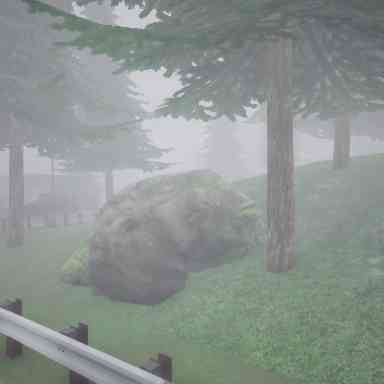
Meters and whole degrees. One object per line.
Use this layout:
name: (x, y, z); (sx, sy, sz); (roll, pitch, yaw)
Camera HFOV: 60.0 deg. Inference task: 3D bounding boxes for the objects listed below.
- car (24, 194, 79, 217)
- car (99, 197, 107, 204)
car: (-12.271, 1.206, 28.083); (2.150, 2.045, 5.566); (0, 0, 36)
car: (-16.645, 1.477, 57.574); (5.008, 1.535, 1.882); (0, 0, 36)
